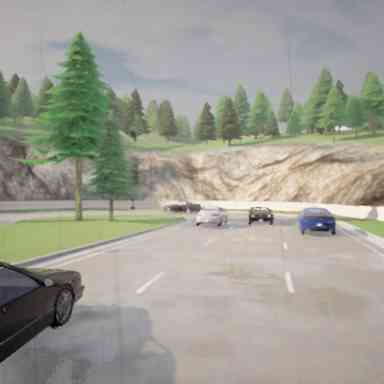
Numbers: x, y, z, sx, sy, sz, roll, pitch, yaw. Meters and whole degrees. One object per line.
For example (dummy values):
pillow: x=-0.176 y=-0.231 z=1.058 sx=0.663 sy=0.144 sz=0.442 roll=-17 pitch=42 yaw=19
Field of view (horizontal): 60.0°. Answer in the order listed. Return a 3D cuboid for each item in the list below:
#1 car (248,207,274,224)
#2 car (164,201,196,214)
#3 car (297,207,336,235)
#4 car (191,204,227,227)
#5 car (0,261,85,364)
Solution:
car: x=5.583 y=1.873 z=27.342 sx=1.895 sy=1.301 sz=4.718 roll=0 pitch=-1 yaw=10
car: x=-1.246 y=1.893 z=40.878 sx=4.902 sy=1.511 sz=2.128 roll=0 pitch=-1 yaw=30
car: x=7.635 y=1.687 z=20.678 sx=1.882 sy=1.535 sz=5.008 roll=0 pitch=-1 yaw=15
car: x=1.550 y=1.776 z=25.333 sx=1.812 sy=1.442 sz=4.674 roll=0 pitch=-1 yaw=14
car: x=-3.195 y=1.587 z=4.141 sx=2.033 sy=1.411 sz=5.357 roll=0 pitch=-1 yaw=4
